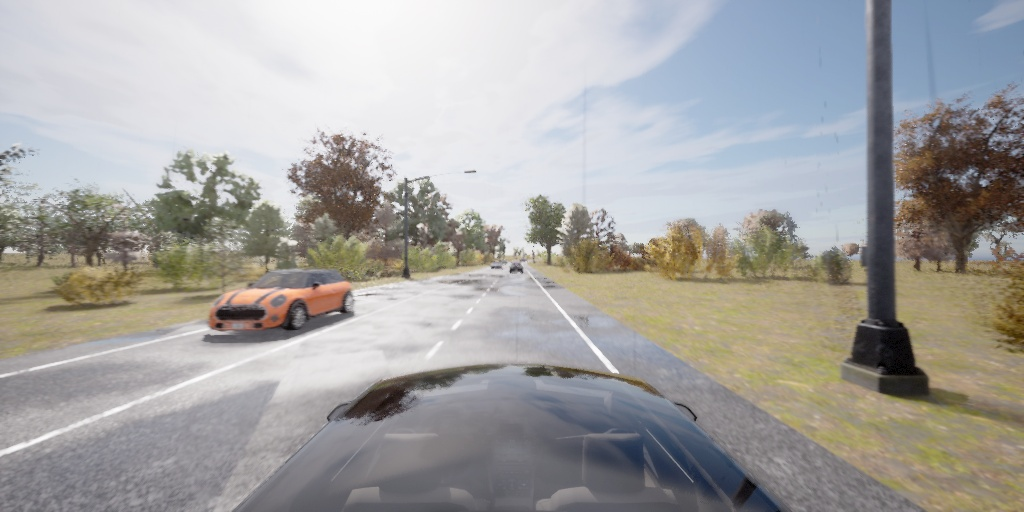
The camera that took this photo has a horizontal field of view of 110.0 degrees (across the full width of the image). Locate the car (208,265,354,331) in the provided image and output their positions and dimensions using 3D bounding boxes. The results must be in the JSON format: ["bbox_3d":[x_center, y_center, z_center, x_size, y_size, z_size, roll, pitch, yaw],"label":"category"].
[{"bbox_3d":[-6.890,1.187,11.307,2.097,1.767,4.553,0,0,1],"label":"car"}]

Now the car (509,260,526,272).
[{"bbox_3d":[0.605,1.650,51.078,1.895,1.301,4.718,0,0,1],"label":"car"}]

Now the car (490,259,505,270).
[{"bbox_3d":[-2.746,1.662,63.035,2.033,1.411,5.357,0,0,1],"label":"car"}]
